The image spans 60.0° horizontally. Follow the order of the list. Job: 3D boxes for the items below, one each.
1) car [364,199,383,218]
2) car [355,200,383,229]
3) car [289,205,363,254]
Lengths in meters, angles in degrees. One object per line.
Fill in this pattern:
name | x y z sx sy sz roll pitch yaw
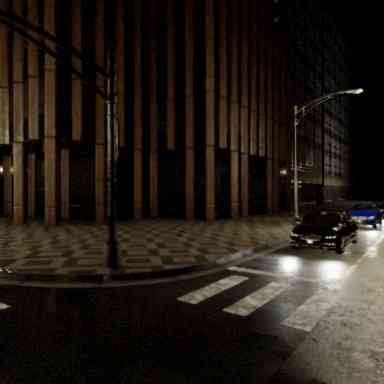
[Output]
car | 17.472 1.488 30.677 2.128 1.511 4.902 0 0 35
car | 11.480 1.523 22.183 1.812 1.442 4.674 0 0 35
car | 5.568 1.503 13.776 1.837 1.490 4.892 0 0 35
